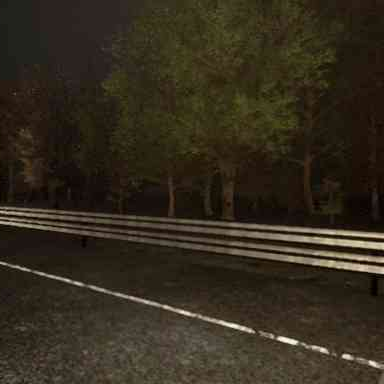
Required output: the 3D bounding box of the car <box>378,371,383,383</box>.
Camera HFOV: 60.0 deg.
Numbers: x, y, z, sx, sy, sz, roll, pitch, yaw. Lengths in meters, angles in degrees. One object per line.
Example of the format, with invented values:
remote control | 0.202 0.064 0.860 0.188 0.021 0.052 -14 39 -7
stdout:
car | 3.504 1.618 1.490 4.718 1.301 1.895 1 0 36
